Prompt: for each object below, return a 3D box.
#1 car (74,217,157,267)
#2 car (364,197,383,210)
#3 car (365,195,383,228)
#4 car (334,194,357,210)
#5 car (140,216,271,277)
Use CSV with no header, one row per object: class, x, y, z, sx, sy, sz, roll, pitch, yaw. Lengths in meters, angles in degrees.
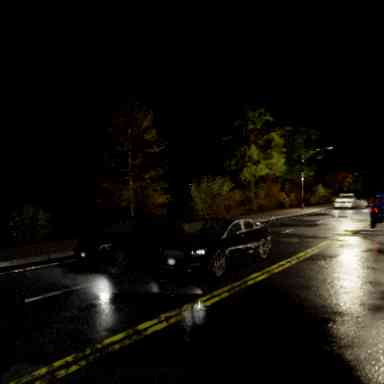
car,-2.024,1.675,12.291,1.812,1.442,4.674,-1,-1,37
car,24.231,1.480,44.069,1.882,1.535,5.008,-1,-1,34
car,12.925,1.194,21.396,2.150,2.045,5.566,-1,-1,35
car,20.665,1.282,44.579,2.150,2.045,5.566,-1,-1,34
car,0.910,1.577,10.796,2.128,1.511,4.902,-1,-1,37
